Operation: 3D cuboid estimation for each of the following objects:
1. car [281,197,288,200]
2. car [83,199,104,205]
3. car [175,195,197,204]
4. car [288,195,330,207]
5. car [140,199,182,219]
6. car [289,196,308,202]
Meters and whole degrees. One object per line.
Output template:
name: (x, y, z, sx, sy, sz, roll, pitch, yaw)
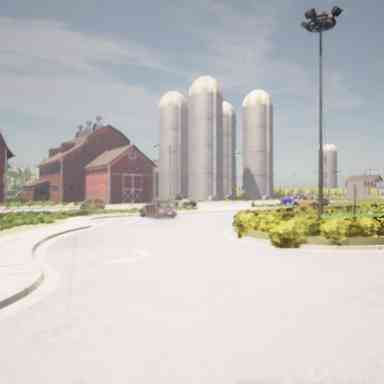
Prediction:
car: (18.617, 1.446, 61.374, 2.242, 1.667, 4.611, 0, 0, -36)
car: (-11.500, 1.520, 38.708, 1.816, 1.474, 4.193, 0, 0, -36)
car: (-0.942, 1.310, 47.111, 1.905, 1.878, 3.866, 0, 0, -36)
car: (15.101, 1.283, 42.406, 1.932, 1.855, 4.605, 0, 0, -36)
car: (-2.956, 1.523, 29.016, 1.784, 1.438, 3.905, 0, 0, -36)
car: (24.064, 1.508, 74.984, 4.181, 1.385, 1.994, 0, 0, -36)
